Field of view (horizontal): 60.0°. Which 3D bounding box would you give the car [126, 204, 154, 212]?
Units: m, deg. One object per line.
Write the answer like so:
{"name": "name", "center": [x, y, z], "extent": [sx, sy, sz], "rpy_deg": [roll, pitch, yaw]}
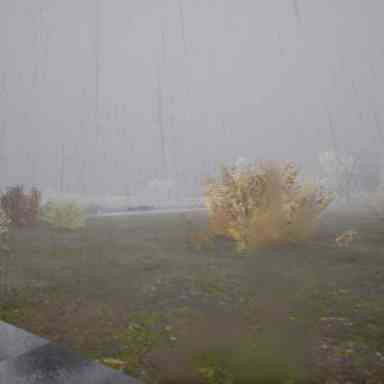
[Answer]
{"name": "car", "center": [-8.455, 2.573, 54.159], "extent": [1.895, 1.301, 4.718], "rpy_deg": [-2, -2, 36]}

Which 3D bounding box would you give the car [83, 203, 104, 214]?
{"name": "car", "center": [-14.487, 2.364, 45.805], "extent": [1.837, 1.490, 4.892], "rpy_deg": [-2, -2, 36]}

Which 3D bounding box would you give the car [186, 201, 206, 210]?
{"name": "car", "center": [0.863, 2.475, 60.891], "extent": [2.128, 1.511, 4.902], "rpy_deg": [-2, -2, 36]}
